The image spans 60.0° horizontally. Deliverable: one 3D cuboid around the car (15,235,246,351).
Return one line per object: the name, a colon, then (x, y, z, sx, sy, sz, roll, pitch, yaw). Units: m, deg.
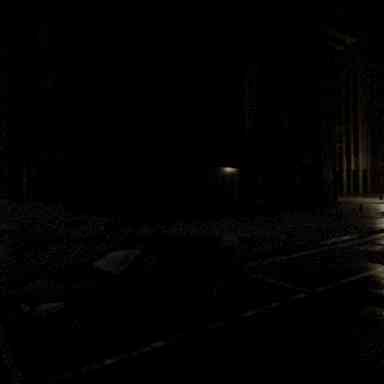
car: (-0.851, 1.512, 6.071, 4.206, 1.307, 1.802, -2, 1, -36)
